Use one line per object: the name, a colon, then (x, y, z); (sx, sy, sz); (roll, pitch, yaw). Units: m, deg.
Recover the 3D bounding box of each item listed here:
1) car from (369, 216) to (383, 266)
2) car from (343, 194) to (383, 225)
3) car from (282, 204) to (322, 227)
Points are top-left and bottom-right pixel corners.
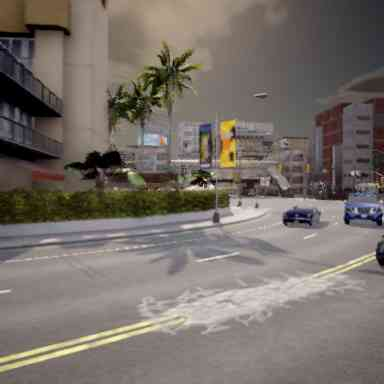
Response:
car: (7.348, 1.531, 10.433); (1.994, 1.385, 4.181); (0, 0, 44)
car: (11.892, 1.145, 23.218); (2.150, 2.045, 5.566); (0, 0, 25)
car: (7.511, 1.519, 22.463); (1.895, 1.301, 4.718); (0, 0, 29)
